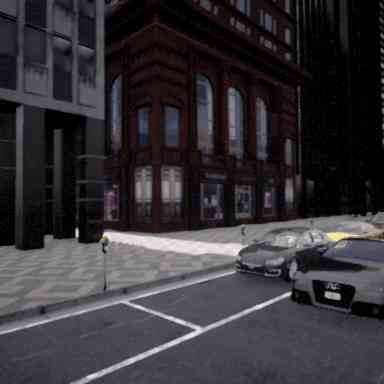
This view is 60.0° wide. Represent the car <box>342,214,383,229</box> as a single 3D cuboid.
[{"bbox_3d":[6.962,1.900,14.622,1.752,1.417,4.829,-2,-2,44],"label":"car"}]

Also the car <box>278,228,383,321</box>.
[{"bbox_3d":[3.980,1.760,7.595,1.994,1.385,4.181,-2,-2,44],"label":"car"}]

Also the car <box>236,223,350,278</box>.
[{"bbox_3d":[3.153,1.846,10.701,2.008,1.369,4.403,-2,-2,44],"label":"car"}]
